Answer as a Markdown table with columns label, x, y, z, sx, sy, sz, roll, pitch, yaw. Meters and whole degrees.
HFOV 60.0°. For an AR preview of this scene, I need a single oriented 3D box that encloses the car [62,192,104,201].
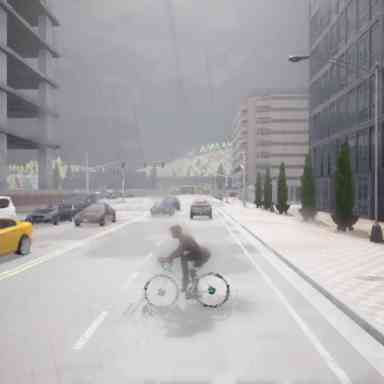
| label | x | y | z | sx | sy | sz | roll | pitch | yaw |
| --- | --- | --- | --- | --- | --- | --- | --- | --- | --- |
| car | -9.868 | 1.220 | 29.196 | 2.150 | 2.045 | 5.566 | 0 | 0 | 2 |

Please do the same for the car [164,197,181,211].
| label | x | y | z | sx | sy | sz | roll | pitch | yaw |
| --- | --- | --- | --- | --- | --- | --- | --- | --- | --- |
| car | -2.528 | 1.351 | 40.613 | 2.097 | 1.767 | 4.553 | 0 | 0 | 1 |

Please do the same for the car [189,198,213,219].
| label | x | y | z | sx | sy | sz | roll | pitch | yaw |
| --- | --- | --- | --- | --- | --- | --- | --- | --- | --- |
| car | 0.791 | 1.491 | 29.098 | 2.128 | 1.511 | 4.902 | 0 | 0 | 1 |

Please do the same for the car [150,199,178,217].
| label | x | y | z | sx | sy | sz | roll | pitch | yaw |
| --- | --- | --- | --- | --- | --- | --- | --- | --- | --- |
| car | -2.693 | 1.600 | 31.629 | 1.895 | 1.301 | 4.718 | 0 | 0 | 2 |

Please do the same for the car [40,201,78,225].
| label | x | y | z | sx | sy | sz | roll | pitch | yaw |
| --- | --- | --- | --- | --- | --- | --- | --- | --- | --- |
| car | -9.946 | 1.563 | 23.620 | 1.994 | 1.385 | 4.181 | 0 | 0 | 1 |

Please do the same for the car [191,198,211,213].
| label | x | y | z | sx | sy | sz | roll | pitch | yaw |
| --- | --- | --- | --- | --- | --- | --- | --- | --- | --- |
| car | 1.022 | 1.490 | 38.505 | 2.128 | 1.511 | 4.902 | 0 | 0 | 1 |

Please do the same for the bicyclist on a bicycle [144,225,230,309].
| label | x | y | z | sx | sy | sz | roll | pitch | yaw |
| --- | --- | --- | --- | --- | --- | --- | --- | --- | --- |
| bicyclist on a bicycle | -0.119 | 1.447 | 6.375 | 1.656 | 1.620 | 0.582 | -2 | 0 | 1 |

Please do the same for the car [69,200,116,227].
| label | x | y | z | sx | sy | sz | roll | pitch | yaw |
| --- | --- | --- | --- | --- | --- | --- | --- | --- | --- |
| car | -6.545 | 1.525 | 23.031 | 1.812 | 1.442 | 4.674 | 0 | 0 | 2 |

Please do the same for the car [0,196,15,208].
| label | x | y | z | sx | sy | sz | roll | pitch | yaw |
| --- | --- | --- | --- | --- | --- | --- | --- | --- | --- |
| car | -10.252 | 1.218 | 15.156 | 2.150 | 2.045 | 5.566 | 0 | 0 | 1 |

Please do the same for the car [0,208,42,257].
| label | x | y | z | sx | sy | sz | roll | pitch | yaw |
| --- | --- | --- | --- | --- | --- | --- | --- | --- | --- |
| car | -6.872 | 1.477 | 10.336 | 1.882 | 1.535 | 5.008 | 0 | 0 | 1 |
